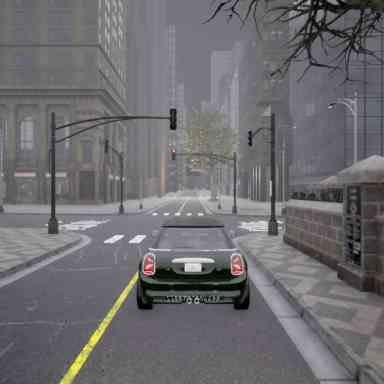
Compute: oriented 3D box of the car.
[{"bbox_3d":[0.034,1.352,7.997,2.097,1.767,4.553,0,0,0],"label":"car"}]
